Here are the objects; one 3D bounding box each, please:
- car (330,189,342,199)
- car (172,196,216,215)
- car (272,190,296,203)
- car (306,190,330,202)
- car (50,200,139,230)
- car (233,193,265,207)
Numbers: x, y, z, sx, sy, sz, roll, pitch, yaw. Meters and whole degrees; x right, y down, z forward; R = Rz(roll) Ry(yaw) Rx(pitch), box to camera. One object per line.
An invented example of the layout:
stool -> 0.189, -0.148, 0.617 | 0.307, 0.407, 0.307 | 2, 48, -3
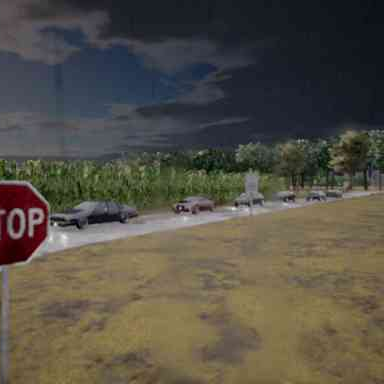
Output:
car -> 23.191, 0.299, 54.400 | 1.882, 1.535, 5.008 | 0, 1, 35
car -> 0.233, 1.032, 27.022 | 1.994, 1.385, 4.181 | 0, 1, 34
car -> 12.197, 0.563, 43.868 | 1.882, 1.535, 5.008 | 0, 1, 36
car -> 17.195, 0.521, 45.909 | 1.837, 1.490, 4.892 | 0, 1, 35
car -> -5.408, 1.201, 18.950 | 2.033, 1.411, 5.357 | 0, 1, 34
car -> 6.116, 0.784, 35.320 | 1.837, 1.490, 4.892 | 0, 1, 36
